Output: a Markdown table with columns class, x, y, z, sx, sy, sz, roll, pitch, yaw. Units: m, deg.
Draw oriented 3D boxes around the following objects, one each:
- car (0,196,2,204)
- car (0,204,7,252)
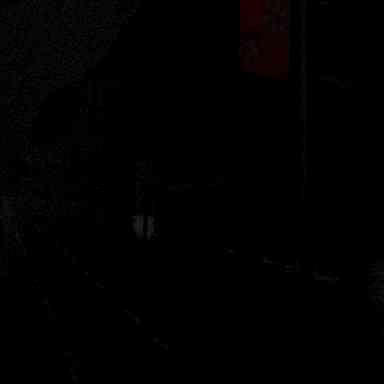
| class | x | y | z | sx | sy | sz | roll | pitch | yaw |
| --- | --- | --- | --- | --- | --- | --- | --- | --- | --- |
| car | -22.733 | 0.879 | 37.600 | 2.097 | 1.767 | 4.553 | 0 | 1 | -30 |
| car | -8.145 | 1.416 | 12.582 | 2.033 | 1.411 | 5.357 | 0 | 0 | -30 |
